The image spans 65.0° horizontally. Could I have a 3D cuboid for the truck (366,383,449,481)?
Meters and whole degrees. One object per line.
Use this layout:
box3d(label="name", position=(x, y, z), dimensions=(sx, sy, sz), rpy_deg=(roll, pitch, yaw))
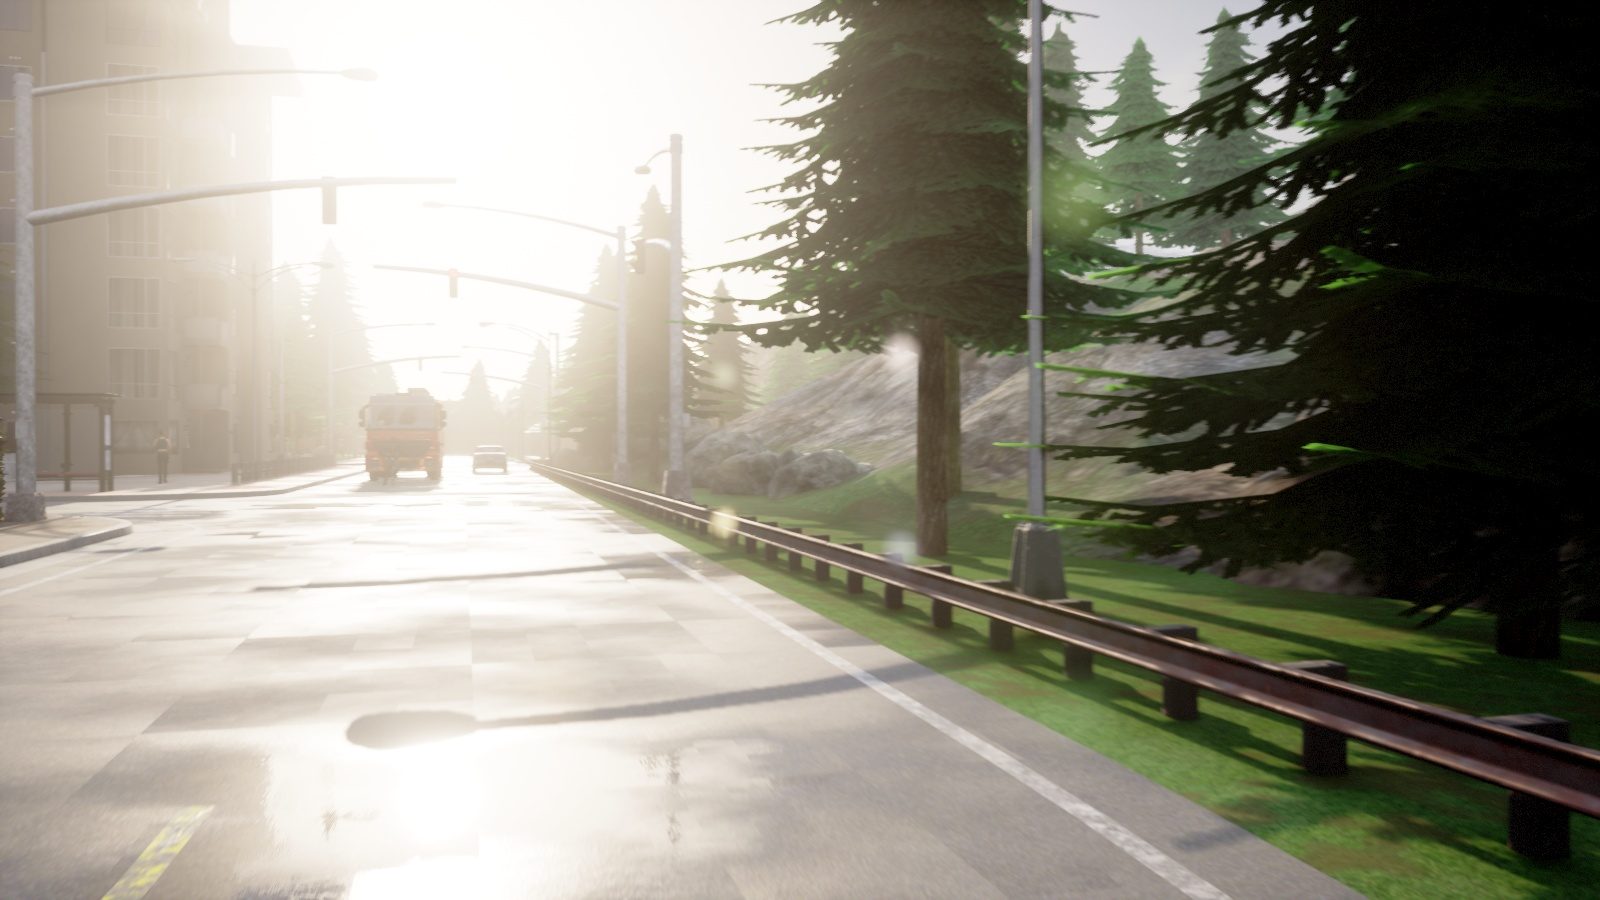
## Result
box3d(label="truck", position=(-16.593, -0.710, 53.534), dimensions=(2.891, 3.827, 8.468), rpy_deg=(0, 0, -14))

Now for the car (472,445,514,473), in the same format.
box3d(label="car", position=(-15.903, 0.437, 65.026), dimensions=(2.033, 1.411, 5.357), rpy_deg=(0, 0, -14))

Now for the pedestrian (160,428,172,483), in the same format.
box3d(label="pedestrian", position=(-21.323, 0.167, 42.232), dimensions=(0.345, 1.836, 0.594), rpy_deg=(0, 0, -25))
